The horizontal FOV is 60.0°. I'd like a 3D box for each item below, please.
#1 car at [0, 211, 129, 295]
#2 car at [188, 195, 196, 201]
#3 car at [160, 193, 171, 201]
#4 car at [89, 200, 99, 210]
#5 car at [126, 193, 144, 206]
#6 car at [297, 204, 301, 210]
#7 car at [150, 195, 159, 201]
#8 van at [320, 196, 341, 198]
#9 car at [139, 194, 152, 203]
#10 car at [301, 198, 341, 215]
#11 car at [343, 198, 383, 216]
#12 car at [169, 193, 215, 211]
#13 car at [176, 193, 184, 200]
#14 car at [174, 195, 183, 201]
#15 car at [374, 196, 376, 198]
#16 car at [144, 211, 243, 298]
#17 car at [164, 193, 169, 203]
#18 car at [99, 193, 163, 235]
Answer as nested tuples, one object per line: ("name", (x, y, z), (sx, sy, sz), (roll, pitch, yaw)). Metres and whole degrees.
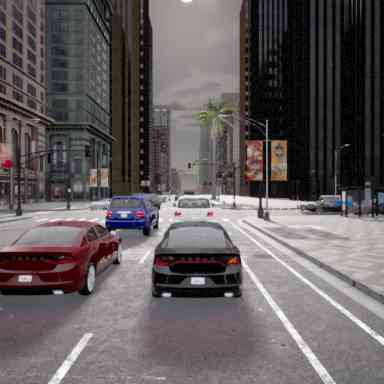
("car", (-3.152, 1.477, 8.727), (1.882, 1.535, 5.008), (0, 0, 0))
("car", (-0.022, 1.504, 83.199), (1.837, 1.490, 4.892), (0, 0, 0))
("car", (-6.523, 1.225, 82.219), (2.150, 2.045, 5.566), (0, 0, 0))
("car", (-11.033, 1.526, 42.122), (1.812, 1.442, 4.674), (0, 0, 18))
("car", (-9.844, 1.221, 58.020), (2.150, 2.045, 5.566), (0, 0, 0))
("car", (14.235, 1.583, 37.093), (4.718, 1.301, 1.895), (0, 0, 0))
("car", (-9.773, 1.513, 85.998), (1.812, 1.442, 4.674), (0, 0, 0))
("van", (17.055, 1.314, 39.756), (3.998, 1.788, 1.690), (0, 0, 0))
("car", (-9.769, 1.358, 70.771), (2.097, 1.767, 4.553), (0, 0, 0))
("car", (14.018, 1.592, 33.876), (4.718, 1.301, 1.895), (0, 0, 0))
("car", (17.062, 1.548, 31.232), (4.403, 1.369, 2.008), (0, 0, 0))
("car", (0.097, 1.221, 18.533), (2.150, 2.045, 5.566), (0, 0, 0))
("car", (-3.274, 1.192, 91.995), (2.097, 1.767, 4.553), (0, 0, 0))
("car", (-3.272, 1.495, 81.605), (1.837, 1.490, 4.892), (0, 0, 0))
("car", (23.993, 1.197, 37.094), (5.566, 2.045, 2.150), (0, 0, 0))
("car", (0.097, 1.477, 8.573), (1.882, 1.535, 5.008), (0, 0, 0))
("car", (-6.519, 1.496, 69.218), (2.128, 1.511, 4.902), (0, 0, 0))
("car", (-3.184, 1.221, 18.592), (2.150, 2.045, 5.566), (0, 0, 2))
